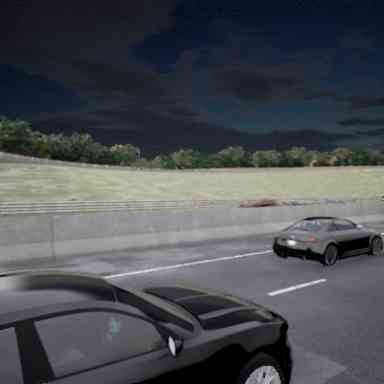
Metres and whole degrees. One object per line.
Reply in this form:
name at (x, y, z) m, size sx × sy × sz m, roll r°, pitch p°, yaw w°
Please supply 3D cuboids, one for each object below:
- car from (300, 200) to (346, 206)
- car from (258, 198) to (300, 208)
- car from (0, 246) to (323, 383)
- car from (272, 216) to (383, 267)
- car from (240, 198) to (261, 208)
car at (12.544, 1.475, 30.128) m, size 5.357 × 1.411 × 2.033 m, roll 0°, pitch 0°, yaw -35°
car at (8.927, 1.531, 31.848) m, size 4.718 × 1.301 × 1.895 m, roll 0°, pitch 0°, yaw -35°
car at (-1.212, 1.475, 2.881) m, size 5.008 × 1.535 × 1.882 m, roll 0°, pitch 0°, yaw -35°
car at (4.705, 1.526, 11.400) m, size 4.181 × 1.385 × 1.994 m, roll 0°, pitch 0°, yaw -35°
car at (7.195, 1.407, 34.910) m, size 5.008 × 1.535 × 1.882 m, roll 0°, pitch 0°, yaw -35°
